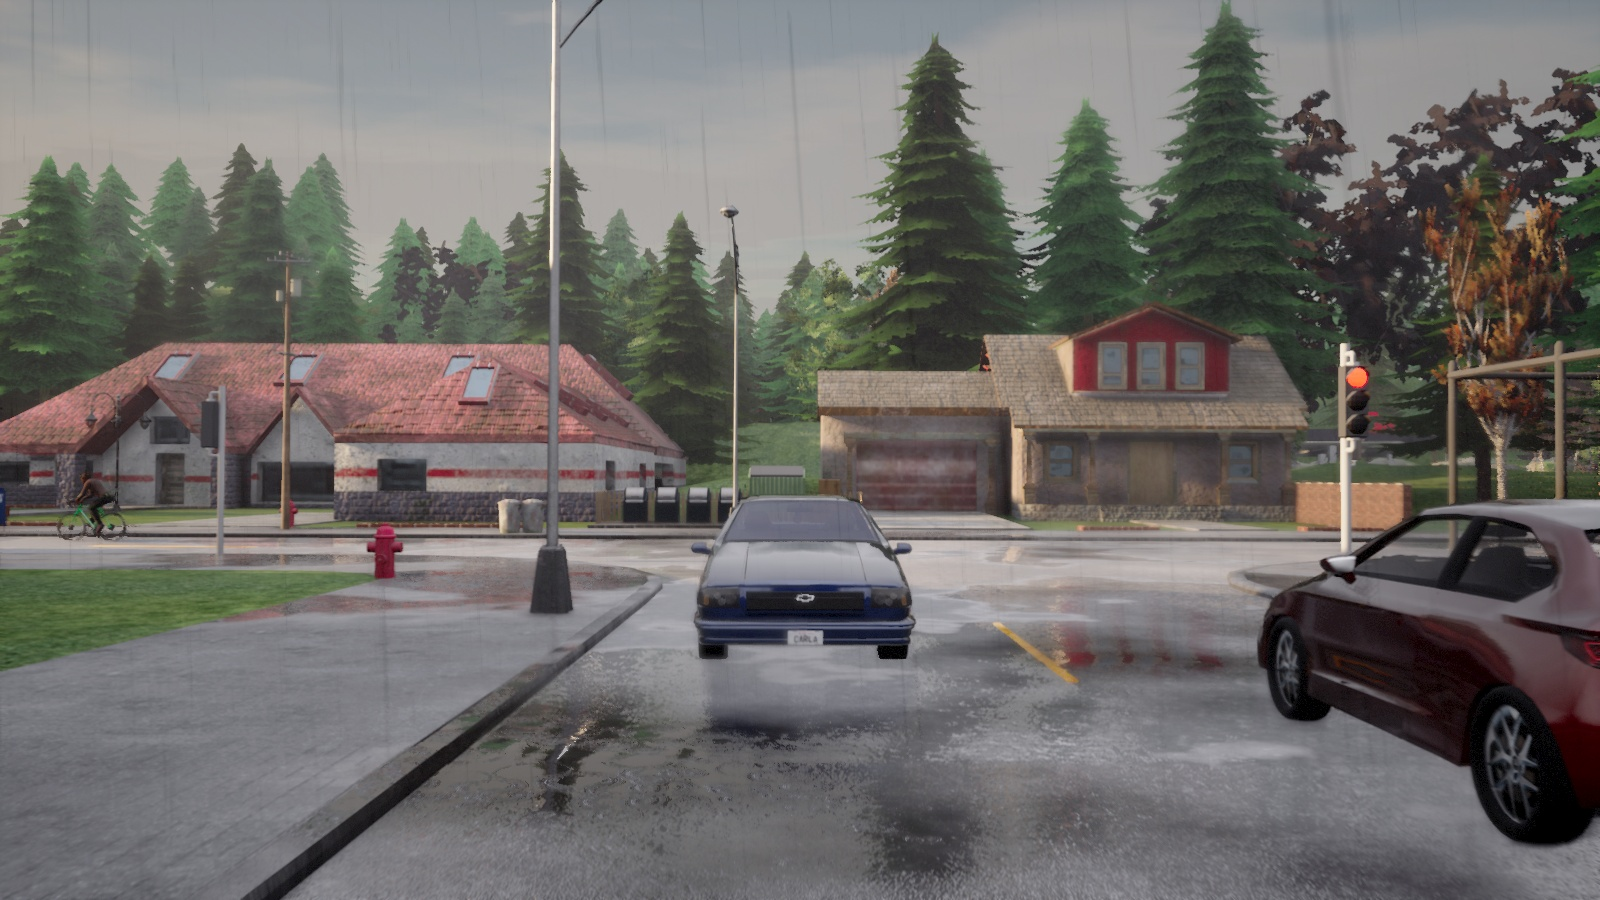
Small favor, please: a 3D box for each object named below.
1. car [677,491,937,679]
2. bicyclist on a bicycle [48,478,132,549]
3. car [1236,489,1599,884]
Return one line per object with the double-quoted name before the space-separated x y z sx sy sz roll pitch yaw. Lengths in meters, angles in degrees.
"car" 0.009 1.145 12.528 2.033 1.411 5.357 0 -1 -1
"bicyclist on a bicycle" -16.598 1.484 29.374 1.656 1.620 0.582 -1 -1 3
"car" 3.982 0.972 6.906 1.816 1.474 4.193 0 -1 2
